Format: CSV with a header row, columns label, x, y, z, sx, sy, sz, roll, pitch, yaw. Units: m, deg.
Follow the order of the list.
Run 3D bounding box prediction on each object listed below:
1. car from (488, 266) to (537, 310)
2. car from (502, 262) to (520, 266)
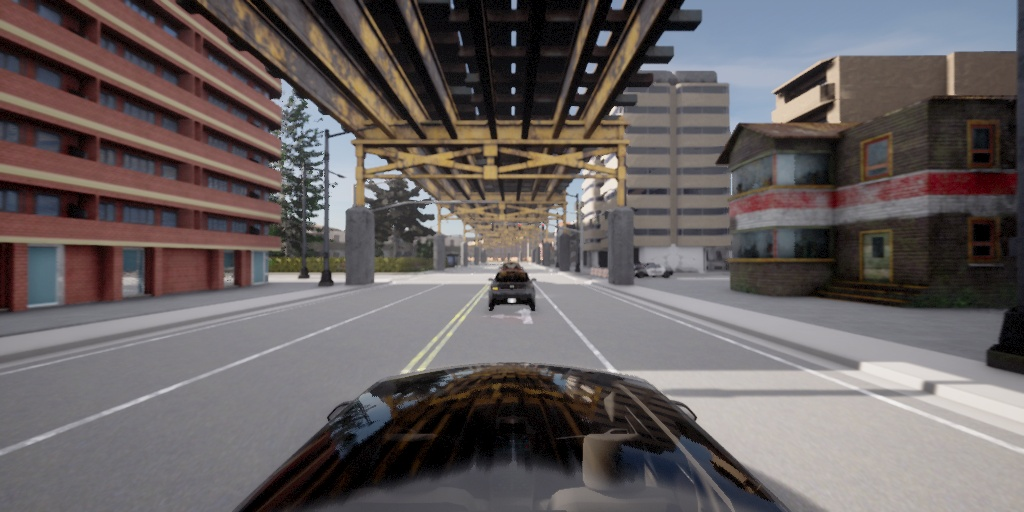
label,x,y,z,sx,sy,sz,roll,pitch,yaw
car,0.012,1.360,15.377,1.837,1.490,4.892,0,0,0
car,-0.108,1.296,30.275,2.097,1.767,4.553,0,0,-2
